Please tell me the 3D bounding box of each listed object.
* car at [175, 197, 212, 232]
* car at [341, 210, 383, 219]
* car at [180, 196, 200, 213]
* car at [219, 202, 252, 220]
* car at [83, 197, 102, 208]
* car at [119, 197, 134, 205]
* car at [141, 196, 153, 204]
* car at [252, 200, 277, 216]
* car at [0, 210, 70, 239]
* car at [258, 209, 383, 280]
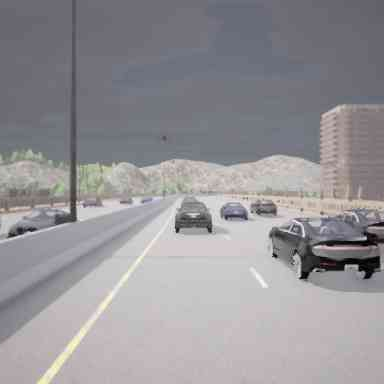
[{"bbox_3d":[0.072,1.353,20.280,2.097,1.767,4.553,0,0,0],"label":"car"},{"bbox_3d":[7.095,1.492,14.163,2.128,1.511,4.902,0,0,0],"label":"car"},{"bbox_3d":[-0.288,1.354,38.249,2.097,1.767,4.553,0,0,-2],"label":"car"},{"bbox_3d":[3.461,1.565,28.284,1.994,1.385,4.181,0,0,-1],"label":"car"},{"bbox_3d":[-14.784,1.527,49.717,1.812,1.442,4.674,0,0,-1],"label":"car"},{"bbox_3d":[-11.500,1.567,58.425,1.994,1.385,4.181,0,0,-1],"label":"car"},{"bbox_3d":[-8.038,1.481,59.877,1.882,1.535,5.008,0,0,-1],"label":"car"},{"bbox_3d":[6.869,1.493,32.411,2.128,1.511,4.902,0,0,-1],"label":"car"},{"bbox_3d":[-7.119,1.564,16.255,1.994,1.385,4.181,0,0,0],"label":"car"},{"bbox_3d":[3.598,1.492,9.935,2.128,1.511,4.902,0,0,0],"label":"car"}]
